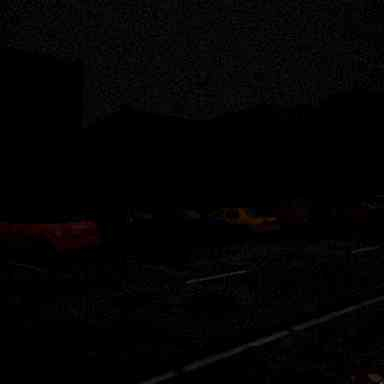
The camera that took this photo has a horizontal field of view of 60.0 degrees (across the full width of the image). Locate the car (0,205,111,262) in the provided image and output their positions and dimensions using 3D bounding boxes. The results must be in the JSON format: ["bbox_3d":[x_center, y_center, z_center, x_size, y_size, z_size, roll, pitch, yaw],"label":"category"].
[{"bbox_3d":[-5.435,1.334,12.116,4.553,1.767,2.185,-1,0,35],"label":"car"}]

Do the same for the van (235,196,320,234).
[{"bbox_3d":[4.593,1.242,18.901,4.442,1.987,1.878,-1,-1,36],"label":"van"}]

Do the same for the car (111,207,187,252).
[{"bbox_3d":[-2.963,1.464,13.849,4.892,1.521,2.231,-1,-1,35],"label":"car"}]

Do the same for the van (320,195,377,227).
[{"bbox_3d":[9.588,1.245,22.271,4.442,1.987,1.878,-1,-1,36],"label":"van"}]

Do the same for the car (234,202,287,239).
[{"bbox_3d":[1.849,1.467,17.376,5.366,1.575,1.946,-1,-1,36],"label":"car"}]

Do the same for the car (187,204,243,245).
[{"bbox_3d":[-0.490,1.465,15.580,5.008,1.535,2.097,-1,-1,35],"label":"car"}]

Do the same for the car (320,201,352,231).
[{"bbox_3d":[6.968,1.501,20.665,4.792,1.488,2.163,-1,-1,36],"label":"car"}]

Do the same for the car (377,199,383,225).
[{"bbox_3d":[11.987,1.474,24.013,5.008,1.535,2.097,-1,-1,36],"label":"car"}]

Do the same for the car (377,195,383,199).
[{"bbox_3d":[14.457,1.225,25.702,5.566,2.045,2.435,-1,-1,36],"label":"car"}]
